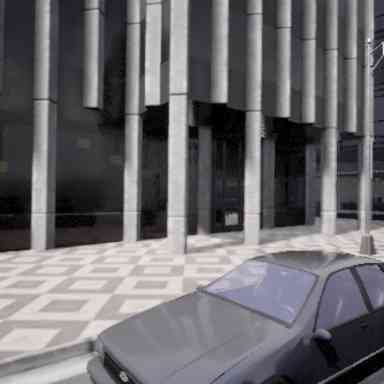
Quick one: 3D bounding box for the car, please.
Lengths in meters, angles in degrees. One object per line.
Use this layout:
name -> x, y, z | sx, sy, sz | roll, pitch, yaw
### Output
car -> 1.501, 1.559, 4.446 | 5.357, 1.411, 2.033 | 0, 0, -35
